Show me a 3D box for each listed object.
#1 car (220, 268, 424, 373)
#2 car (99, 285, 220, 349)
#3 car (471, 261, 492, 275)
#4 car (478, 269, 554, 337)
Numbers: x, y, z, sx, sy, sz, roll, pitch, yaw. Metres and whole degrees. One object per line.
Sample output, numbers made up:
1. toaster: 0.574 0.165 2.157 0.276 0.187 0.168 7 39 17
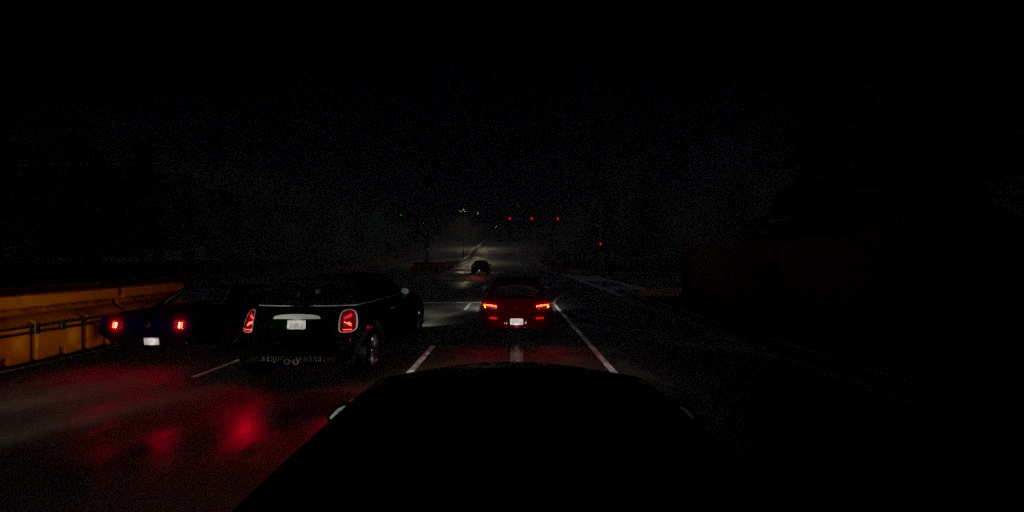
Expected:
1. car: -3.398 1.102 7.775 2.097 1.767 4.553 0 0 0
2. car: -6.900 1.350 9.090 1.895 1.301 4.718 0 0 0
3. car: -3.398 1.252 39.833 1.837 1.490 4.892 0 0 0
4. car: 0.100 1.275 10.164 1.812 1.442 4.674 0 0 0
